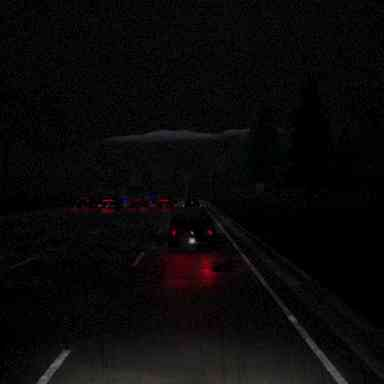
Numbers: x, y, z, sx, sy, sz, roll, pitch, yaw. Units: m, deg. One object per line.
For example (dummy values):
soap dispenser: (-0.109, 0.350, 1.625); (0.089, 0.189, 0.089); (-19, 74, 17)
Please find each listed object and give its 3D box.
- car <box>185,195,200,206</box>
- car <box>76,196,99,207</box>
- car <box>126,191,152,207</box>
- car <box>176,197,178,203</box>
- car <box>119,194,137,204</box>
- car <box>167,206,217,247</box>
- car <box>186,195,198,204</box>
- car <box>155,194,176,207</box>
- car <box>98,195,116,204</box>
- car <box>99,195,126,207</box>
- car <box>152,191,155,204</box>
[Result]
car: (0.020, 1.310, 44.816); (1.994, 1.385, 4.181); (0, 0, 0)
car: (-13.980, 1.273, 44.610); (1.812, 1.442, 4.674); (0, 0, 0)
car: (-6.980, 1.099, 44.594); (2.097, 1.767, 4.553); (0, 0, 0)
car: (-3.474, 1.253, 54.907); (1.994, 1.385, 4.181); (0, 0, 0)
car: (-10.475, 1.168, 54.746); (1.882, 1.535, 5.008); (0, 0, 0)
car: (0.007, 1.518, 14.526); (1.895, 1.301, 4.718); (0, 0, 0)
car: (0.026, 1.253, 54.906); (1.994, 1.385, 4.181); (0, 0, 0)
car: (-3.480, 1.252, 44.514); (1.837, 1.490, 4.892); (0, 0, 0)
car: (-13.975, 1.216, 54.734); (1.812, 1.442, 4.674); (0, 0, 0)
car: (-10.480, 1.254, 44.340); (1.837, 1.490, 4.892); (0, 0, 0)
car: (-6.975, 0.911, 54.758); (2.150, 2.045, 5.566); (0, 0, 0)
